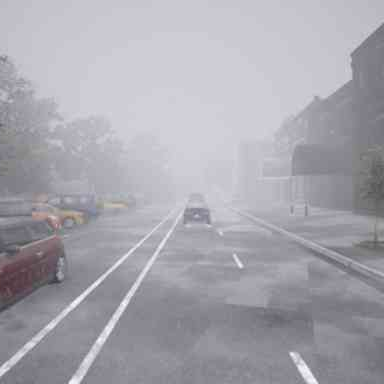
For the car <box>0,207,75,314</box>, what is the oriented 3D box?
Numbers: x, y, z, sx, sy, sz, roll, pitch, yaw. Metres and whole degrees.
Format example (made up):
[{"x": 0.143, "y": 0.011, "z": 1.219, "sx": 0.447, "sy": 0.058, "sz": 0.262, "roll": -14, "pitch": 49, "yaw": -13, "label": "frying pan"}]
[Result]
[{"x": -4.204, "y": 1.353, "z": 6.467, "sx": 2.097, "sy": 1.767, "sz": 4.553, "roll": 0, "pitch": 0, "yaw": 1, "label": "car"}]

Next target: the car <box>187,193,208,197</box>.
[{"x": 0.551, "y": 1.100, "z": 42.985, "sx": 2.150, "sy": 2.045, "sz": 5.566, "roll": 0, "pitch": 0, "yaw": 1, "label": "car"}]

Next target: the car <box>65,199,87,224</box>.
[{"x": -9.262, "y": 1.462, "z": 20.451, "sx": 5.008, "sy": 1.535, "sz": 2.097, "roll": -1, "pitch": 0, "yaw": -19, "label": "car"}]

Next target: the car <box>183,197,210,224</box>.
[{"x": 0.345, "y": 1.440, "z": 24.831, "sx": 1.882, "sy": 1.535, "sz": 5.008, "roll": 0, "pitch": 1, "yaw": 1, "label": "car"}]

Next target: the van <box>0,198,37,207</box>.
[{"x": -9.430, "y": 1.253, "z": 14.479, "sx": 4.442, "sy": 1.987, "sz": 1.878, "roll": -1, "pitch": 0, "yaw": -19, "label": "van"}]

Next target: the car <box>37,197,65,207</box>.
[{"x": -9.318, "y": 1.345, "z": 17.476, "sx": 4.553, "sy": 1.767, "sz": 2.185, "roll": -1, "pitch": 0, "yaw": -19, "label": "car"}]

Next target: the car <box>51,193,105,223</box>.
[{"x": -9.251, "y": 1.202, "z": 23.394, "sx": 5.566, "sy": 2.045, "sz": 2.435, "roll": -1, "pitch": 0, "yaw": -19, "label": "car"}]

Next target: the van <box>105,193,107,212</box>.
[{"x": -9.295, "y": 1.217, "z": 26.321, "sx": 4.442, "sy": 1.987, "sz": 1.878, "roll": -1, "pitch": 1, "yaw": -19, "label": "van"}]

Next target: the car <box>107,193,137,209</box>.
[{"x": -9.062, "y": 1.149, "z": 35.259, "sx": 5.566, "sy": 2.045, "sz": 2.435, "roll": -1, "pitch": 0, "yaw": -19, "label": "car"}]

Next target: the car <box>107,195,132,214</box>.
[{"x": -8.953, "y": 1.409, "z": 32.362, "sx": 5.366, "sy": 1.575, "sz": 1.946, "roll": -1, "pitch": 0, "yaw": -20, "label": "car"}]
